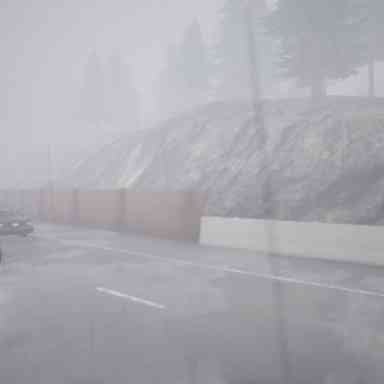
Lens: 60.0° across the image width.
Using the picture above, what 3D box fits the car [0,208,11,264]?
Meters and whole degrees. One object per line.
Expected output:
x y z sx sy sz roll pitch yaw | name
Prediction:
-7.730 1.326 10.236 4.553 1.767 2.097 0 0 40 | car

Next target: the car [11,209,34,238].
-9.798 1.516 16.608 5.357 1.411 2.033 0 0 42 | car
